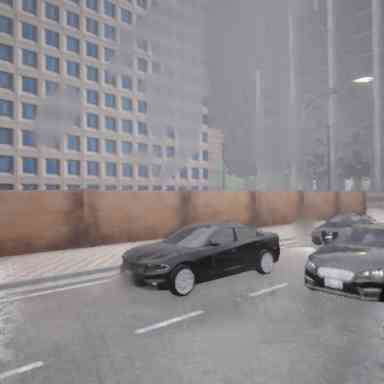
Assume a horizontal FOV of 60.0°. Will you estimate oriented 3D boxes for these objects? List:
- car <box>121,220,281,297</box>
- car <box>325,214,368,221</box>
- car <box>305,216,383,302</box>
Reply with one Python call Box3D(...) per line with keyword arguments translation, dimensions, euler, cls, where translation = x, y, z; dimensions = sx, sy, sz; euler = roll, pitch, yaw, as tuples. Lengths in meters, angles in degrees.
Box3D(translation=(0.450, 1.599, 9.210), dimensions=(5.008, 1.535, 1.882), euler=(0, -1, -41), cls="car")
Box3D(translation=(7.203, 1.691, 15.135), dimensions=(4.181, 1.385, 1.994), euler=(0, -1, -42), cls="car")
Box3D(translation=(4.653, 1.556, 8.242), dimensions=(4.902, 1.511, 2.128), euler=(0, -1, -41), cls="car")
